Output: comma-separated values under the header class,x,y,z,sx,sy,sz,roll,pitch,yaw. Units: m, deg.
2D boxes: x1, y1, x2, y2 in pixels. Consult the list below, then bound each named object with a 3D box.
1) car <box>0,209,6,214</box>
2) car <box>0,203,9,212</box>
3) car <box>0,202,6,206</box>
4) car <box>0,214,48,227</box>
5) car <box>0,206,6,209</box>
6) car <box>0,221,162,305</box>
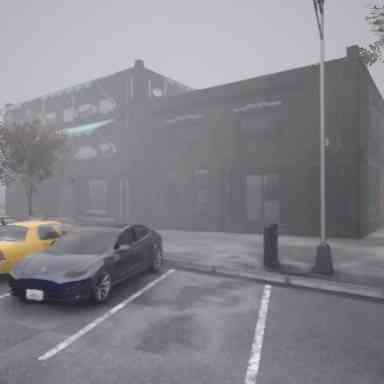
class,x,y,z,sx,sy,sz,roll,pitch,yaw
car,-7.118,1.569,12.034,2.097,1.535,5.008,0,-1,15
car,-39.503,3.074,66.424,5.366,1.575,1.946,-1,-2,15
car,-29.585,2.635,48.335,5.366,1.575,1.946,1,-2,15
car,-4.673,1.550,10.495,1.946,1.575,5.366,0,-1,16
car,-9.487,1.589,13.937,1.946,1.575,5.366,0,-1,16
car,-2.308,1.560,8.565,2.163,1.488,4.792,0,-1,16
